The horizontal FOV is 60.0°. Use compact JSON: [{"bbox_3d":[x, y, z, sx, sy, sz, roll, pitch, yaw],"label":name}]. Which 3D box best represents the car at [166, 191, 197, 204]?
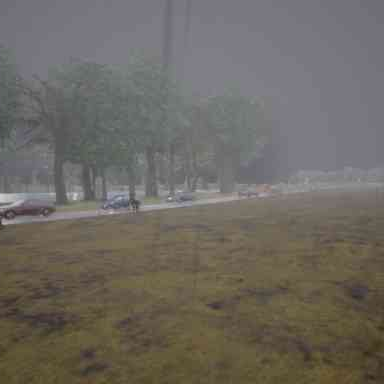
[{"bbox_3d":[-1.334,0.638,42.900,2.128,1.511,4.902,-1,2,35],"label":"car"}]

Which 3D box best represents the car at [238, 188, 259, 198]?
[{"bbox_3d":[8.992,0.058,52.400,2.128,1.511,4.902,-1,1,35],"label":"car"}]

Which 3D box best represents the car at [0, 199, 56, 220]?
[{"bbox_3d":[-13.143,1.300,26.233,1.812,1.442,4.674,-1,0,35],"label":"car"}]

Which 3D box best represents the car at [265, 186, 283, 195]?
[{"bbox_3d":[14.957,-0.365,60.835,1.882,1.535,5.008,-1,2,35],"label":"car"}]

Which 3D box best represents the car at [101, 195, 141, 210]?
[{"bbox_3d":[-7.258,1.036,34.532,1.812,1.442,4.674,-1,1,35],"label":"car"}]

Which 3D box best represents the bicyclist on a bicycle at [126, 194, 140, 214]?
[{"bbox_3d":[-4.909,0.996,27.507,1.656,1.620,0.582,-1,1,35],"label":"bicyclist on a bicycle"}]
